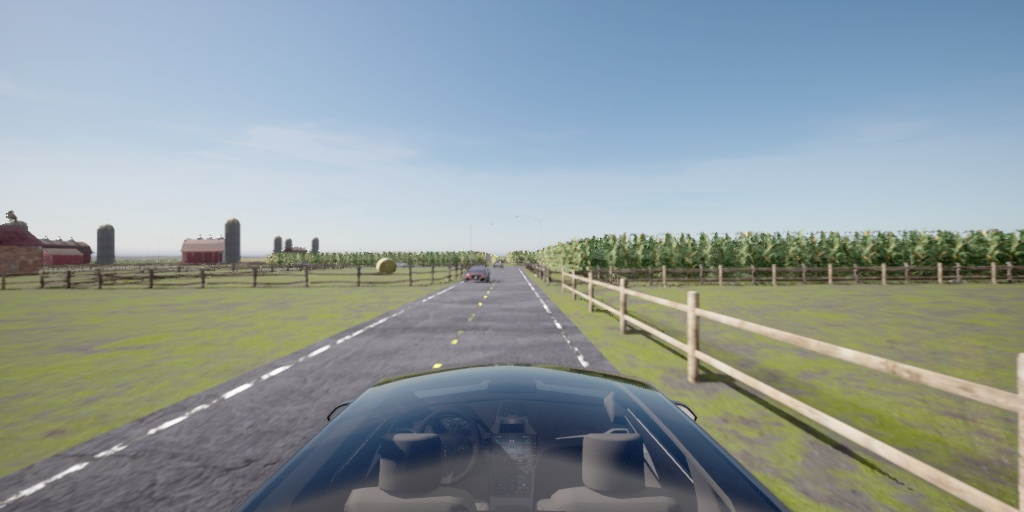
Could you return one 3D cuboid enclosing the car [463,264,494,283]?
[{"bbox_3d":[-2.850,1.510,30.055,1.994,1.385,4.181,0,0,0],"label":"car"}]
